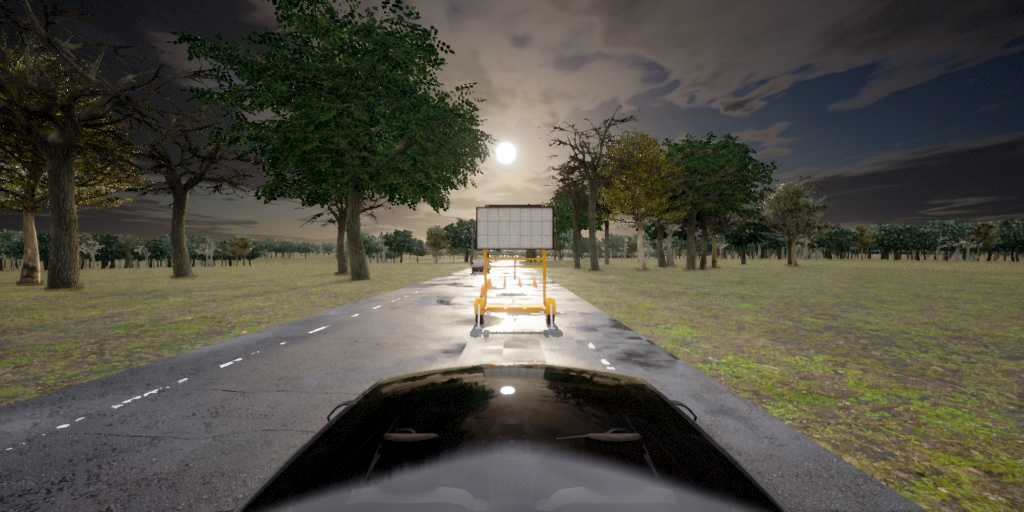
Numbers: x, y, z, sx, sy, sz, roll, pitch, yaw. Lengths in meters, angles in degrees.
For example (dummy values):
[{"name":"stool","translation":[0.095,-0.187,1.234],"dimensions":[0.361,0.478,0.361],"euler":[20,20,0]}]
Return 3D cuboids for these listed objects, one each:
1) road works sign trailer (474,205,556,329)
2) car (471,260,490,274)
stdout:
[{"name":"road works sign trailer","translation":[0.089,0.211,11.194],"dimensions":[2.380,3.560,2.880],"euler":[0,0,0]},{"name":"car","translation":[-3.587,1.241,41.483],"dimensions":[1.882,1.535,5.008],"euler":[0,0,0]}]
